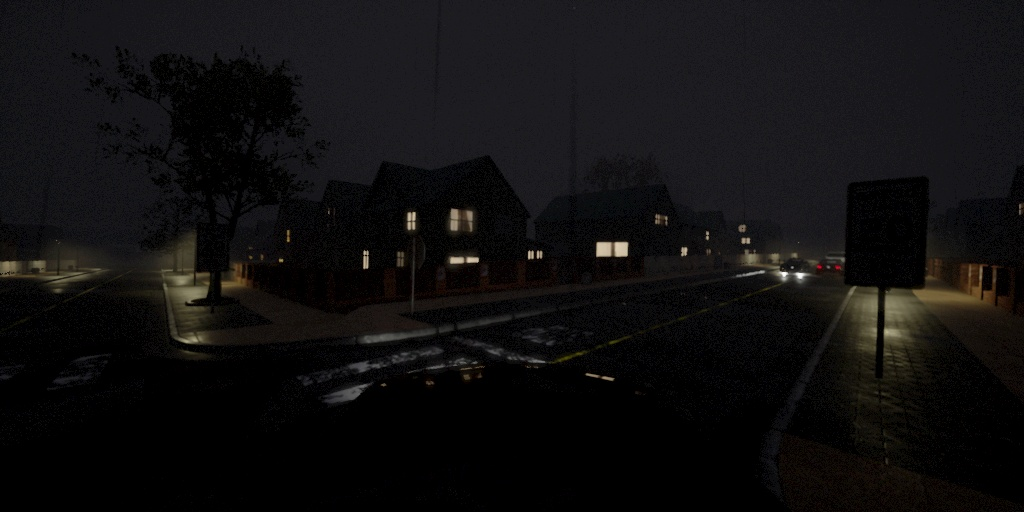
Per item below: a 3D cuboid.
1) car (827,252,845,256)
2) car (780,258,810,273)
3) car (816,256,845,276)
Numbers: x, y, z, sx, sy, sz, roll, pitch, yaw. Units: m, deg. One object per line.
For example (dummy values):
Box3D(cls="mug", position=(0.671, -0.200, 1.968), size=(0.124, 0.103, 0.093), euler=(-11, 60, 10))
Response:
Box3D(cls="car", position=(35.670, 0.566, 39.106), size=(5.566, 2.045, 2.150), euler=(-1, 2, -44))
Box3D(cls="car", position=(28.092, 0.901, 35.515), size=(4.181, 1.385, 1.994), euler=(-1, 2, -45))
Box3D(cls="car", position=(28.200, 0.976, 31.654), size=(5.357, 1.411, 2.033), euler=(-1, 2, -44))
